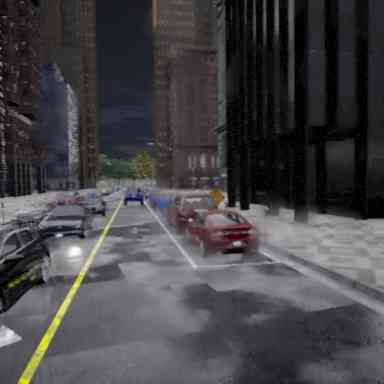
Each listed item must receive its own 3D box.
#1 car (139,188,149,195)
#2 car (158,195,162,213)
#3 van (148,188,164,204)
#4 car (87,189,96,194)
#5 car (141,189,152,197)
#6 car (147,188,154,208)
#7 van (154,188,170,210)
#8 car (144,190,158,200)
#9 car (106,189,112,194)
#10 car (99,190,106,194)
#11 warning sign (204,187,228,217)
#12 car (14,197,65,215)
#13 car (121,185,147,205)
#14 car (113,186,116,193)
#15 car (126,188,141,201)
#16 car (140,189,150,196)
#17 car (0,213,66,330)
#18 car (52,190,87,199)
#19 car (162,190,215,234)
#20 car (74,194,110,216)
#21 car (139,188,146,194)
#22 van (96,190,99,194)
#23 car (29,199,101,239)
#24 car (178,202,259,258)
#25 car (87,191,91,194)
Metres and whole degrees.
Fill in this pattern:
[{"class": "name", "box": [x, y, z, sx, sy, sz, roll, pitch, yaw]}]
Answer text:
[{"class": "car", "box": [-11.065, -0.111, 76.847, 2.008, 1.369, 4.403, -2, 2, -10]}, {"class": "car", "box": [-0.930, 1.123, 21.759, 1.802, 1.307, 4.206, -2, 2, -10]}, {"class": "van", "box": [-4.590, 0.451, 41.767, 1.690, 1.788, 3.998, -2, 2, -10]}, {"class": "car", "box": [-12.792, 0.749, 39.050, 1.967, 1.590, 4.097, -2, 2, -10]}, {"class": "car", "box": [-9.185, 0.134, 66.616, 1.947, 1.339, 4.313, -2, 2, -10]}, {"class": "car", "box": [-2.764, 0.641, 31.759, 2.192, 1.841, 5.009, -2, 2, -10]}, {"class": "van", "box": [-1.851, 0.775, 26.756, 1.690, 1.788, 3.998, -2, 2, -10]}, {"class": "car", "box": [-6.366, 0.486, 51.269, 1.802, 1.307, 4.206, -2, 2, -10]}, {"class": "car", "box": [-18.383, 0.187, 69.508, 1.887, 1.381, 4.507, -2, 2, -10]}, {"class": "car", "box": [-15.472, 0.432, 53.640, 1.967, 1.590, 4.097, -2, 2, -10]}, {"class": "warning sign", "box": [1.498, 0.628, 21.290, 1.300, 1.860, 1.060, 0, 2, -10]}, {"class": "car", "box": [-9.258, 1.273, 19.834, 2.008, 1.369, 4.403, -2, 2, -10]}, {"class": "car", "box": [-6.813, 0.436, 38.976, 2.150, 2.045, 5.566, -1, 1, -10]}, {"class": "car", "box": [-21.297, -0.170, 85.372, 2.008, 1.369, 4.403, -2, 2, -10]}, {"class": "car", "box": [-8.829, 0.327, 49.991, 2.097, 1.767, 4.553, -1, 1, -10]}, {"class": "car", "box": [-10.125, 0.019, 71.733, 1.947, 1.339, 4.313, -2, 2, -10]}, {"class": "car", "box": [-4.092, 1.459, 6.309, 2.128, 1.511, 4.902, -1, 1, -9]}, {"class": "car", "box": [-11.030, 0.831, 29.437, 2.192, 1.841, 5.009, -2, 2, -10]}, {"class": "car", "box": [-0.025, 0.963, 16.748, 2.192, 1.841, 5.009, -2, 2, -10]}, {"class": "car", "box": [-7.626, 1.115, 25.799, 1.994, 1.385, 4.181, -1, 1, -10]}, {"class": "car", "box": [-12.976, -0.376, 87.246, 1.752, 1.417, 4.829, -2, 2, -10]}, {"class": "van", "box": [-13.677, 0.546, 43.852, 1.690, 1.788, 3.998, -2, 2, -10]}, {"class": "car", "box": [-5.836, 1.308, 16.006, 2.033, 1.411, 5.357, -1, 1, -11]}, {"class": "car", "box": [0.895, 1.300, 11.750, 1.887, 1.381, 4.507, -2, 2, -10]}, {"class": "car", "box": [-11.906, 0.957, 34.248, 1.887, 1.381, 4.507, -2, 2, -10]}]
